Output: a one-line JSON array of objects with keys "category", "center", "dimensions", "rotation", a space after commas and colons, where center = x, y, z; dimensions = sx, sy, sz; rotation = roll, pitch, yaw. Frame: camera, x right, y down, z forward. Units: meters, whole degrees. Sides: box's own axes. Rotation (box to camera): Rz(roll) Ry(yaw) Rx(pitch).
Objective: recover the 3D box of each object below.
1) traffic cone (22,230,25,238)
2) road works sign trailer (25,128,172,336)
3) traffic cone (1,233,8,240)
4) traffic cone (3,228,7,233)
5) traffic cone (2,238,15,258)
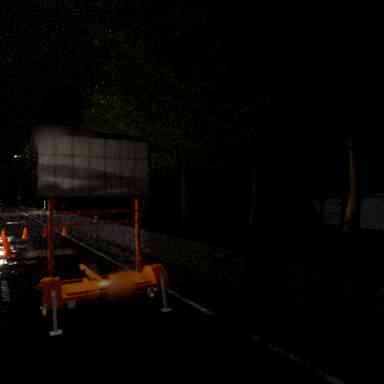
[{"category": "traffic cone", "center": [-9.045, 2.192, 18.091], "dimensions": [0.340, 0.580, 0.340], "rotation": [0, -1, -31]}, {"category": "road works sign trailer", "center": [-2.076, 0.538, 7.131], "dimensions": [2.380, 3.560, 2.880], "rotation": [0, -1, -31]}, {"category": "traffic cone", "center": [-7.855, 2.147, 14.143], "dimensions": [0.340, 0.580, 0.340], "rotation": [0, -1, -31]}, {"category": "traffic cone", "center": [-8.879, 2.172, 15.861], "dimensions": [0.340, 0.580, 0.340], "rotation": [0, -1, -31]}, {"category": "traffic cone", "center": [-6.832, 2.121, 12.426], "dimensions": [0.340, 0.580, 0.340], "rotation": [0, -1, -31]}]
